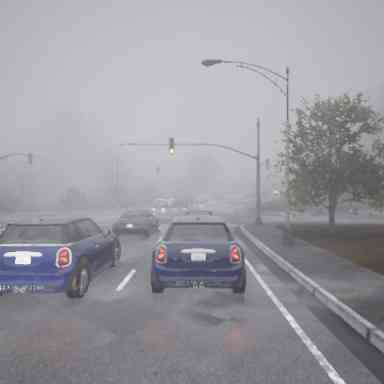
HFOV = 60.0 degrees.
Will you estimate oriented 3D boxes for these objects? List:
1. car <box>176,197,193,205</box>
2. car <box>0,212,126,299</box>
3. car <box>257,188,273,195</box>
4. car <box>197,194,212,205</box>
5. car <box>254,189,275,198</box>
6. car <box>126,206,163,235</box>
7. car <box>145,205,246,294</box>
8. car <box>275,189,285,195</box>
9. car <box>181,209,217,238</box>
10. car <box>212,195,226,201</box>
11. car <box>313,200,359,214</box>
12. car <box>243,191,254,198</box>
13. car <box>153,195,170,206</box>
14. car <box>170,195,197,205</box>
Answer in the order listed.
[{"bbox_3d":[-1.434,1.673,65.715,1.994,1.385,4.181,0,2,20],"label":"car"},{"bbox_3d":[-3.348,1.405,8.765,2.097,1.767,4.553,0,0,1],"label":"car"},{"bbox_3d":[19.840,-0.102,90.170,2.128,1.511,4.902,0,3,38],"label":"car"},{"bbox_3d":[1.814,1.627,64.409,1.812,1.442,4.674,0,2,21],"label":"car"},{"bbox_3d":[17.696,0.518,80.747,2.128,1.511,4.902,0,3,33],"label":"car"},{"bbox_3d":[-3.072,1.690,18.825,1.994,1.385,4.181,0,0,2],"label":"car"},{"bbox_3d":[0.158,1.407,9.119,2.097,1.767,4.553,0,0,1],"label":"car"},{"bbox_3d":[23.440,-0.183,89.149,1.882,1.535,5.008,0,3,38],"label":"car"},{"bbox_3d":[0.451,1.732,19.560,1.895,1.301,4.718,0,0,2],"label":"car"},{"bbox_3d":[5.898,1.271,73.854,1.895,1.301,4.718,0,3,26],"label":"car"},{"bbox_3d":[16.450,1.710,38.195,4.892,1.490,1.837,-1,0,4],"label":"car"},{"bbox_3d":[14.168,0.587,81.684,1.812,1.442,4.674,0,3,33],"label":"car"},{"bbox_3d":[-4.697,1.532,56.214,2.150,2.045,5.566,0,1,15],"label":"car"},{"bbox_3d":[-1.292,1.523,55.379,2.150,2.045,5.566,0,1,16],"label":"car"}]
